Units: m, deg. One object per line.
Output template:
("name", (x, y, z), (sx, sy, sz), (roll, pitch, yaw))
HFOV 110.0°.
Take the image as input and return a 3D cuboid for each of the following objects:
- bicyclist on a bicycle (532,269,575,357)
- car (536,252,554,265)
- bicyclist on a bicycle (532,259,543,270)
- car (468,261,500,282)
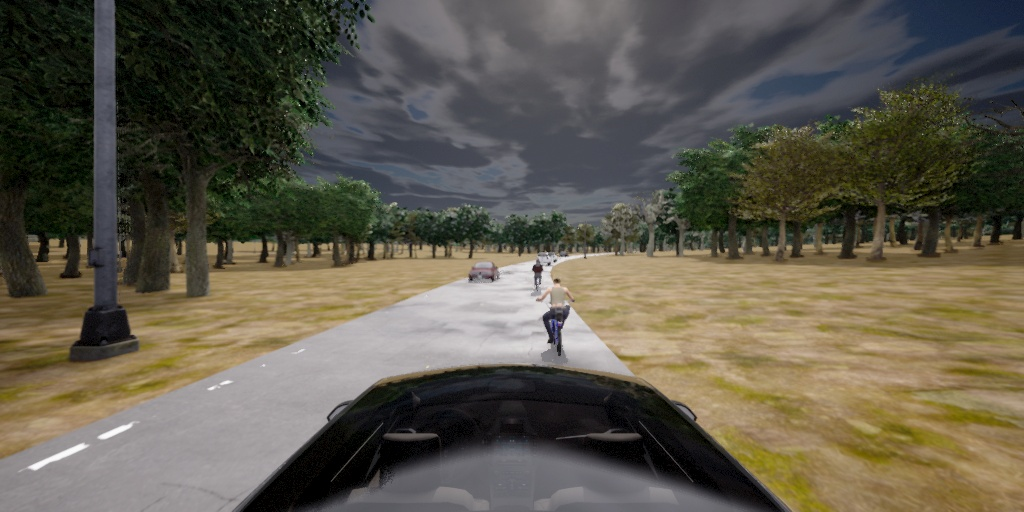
("bicyclist on a bicycle", (0.931, 1.170, 7.526), (0.866, 1.612, 1.509), (0, 0, 1))
("car", (5.256, 0.490, 59.382), (2.150, 2.045, 5.566), (0, 1, 10))
("bicyclist on a bicycle", (1.373, 1.043, 19.160), (0.659, 1.776, 1.843), (0, 1, 3))
("car", (-2.029, 1.129, 27.011), (1.812, 1.442, 4.674), (0, 1, 5))
